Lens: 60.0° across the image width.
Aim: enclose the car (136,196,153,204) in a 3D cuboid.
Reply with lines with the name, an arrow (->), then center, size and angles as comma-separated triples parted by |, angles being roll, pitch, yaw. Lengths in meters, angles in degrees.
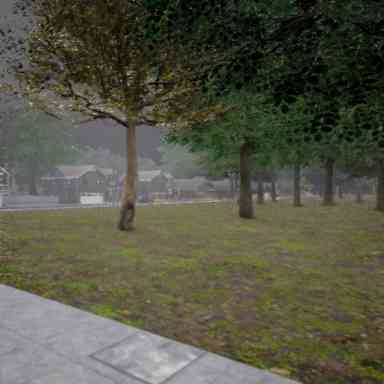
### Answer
car -> -9.754, 1.536, 63.815 | 2.033, 1.411, 5.357 | 0, 0, 35
